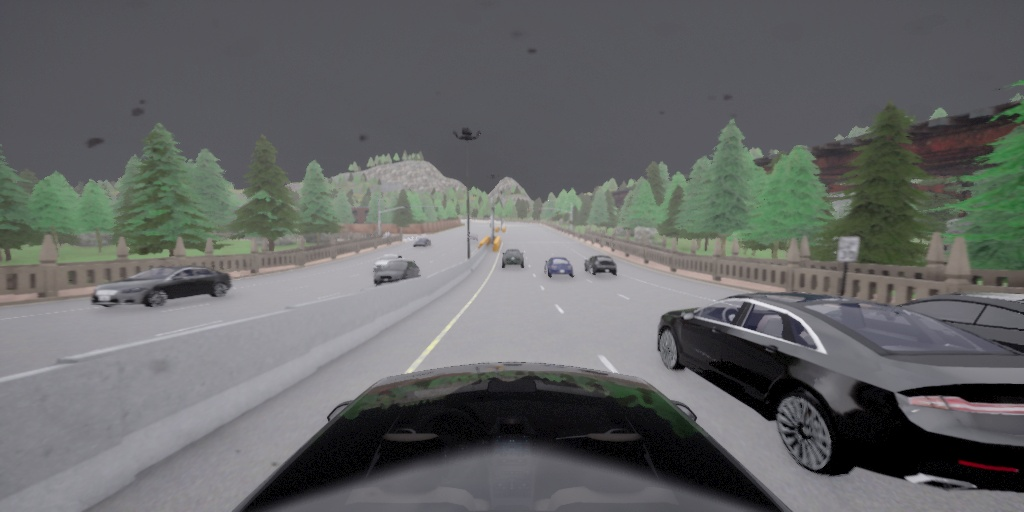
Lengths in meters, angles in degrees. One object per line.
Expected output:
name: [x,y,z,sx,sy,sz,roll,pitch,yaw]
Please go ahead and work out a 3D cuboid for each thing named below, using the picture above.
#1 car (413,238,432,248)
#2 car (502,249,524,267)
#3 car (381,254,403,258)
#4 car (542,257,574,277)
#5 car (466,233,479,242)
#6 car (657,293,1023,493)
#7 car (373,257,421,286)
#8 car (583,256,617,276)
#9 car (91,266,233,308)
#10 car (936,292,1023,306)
car: [-14.009,-2.093,56.279,2.033,1.411,5.357,0,7,1]
car: [0.090,0.054,35.682,2.097,1.767,4.553,0,5,0]
car: [-10.600,0.558,31.540,1.812,1.442,4.674,0,4,0]
car: [3.592,0.793,27.942,1.812,1.442,4.674,0,3,0]
car: [-6.928,-3.381,63.897,1.812,1.442,4.674,0,7,0]
car: [3.598,1.228,4.730,2.128,1.511,4.902,0,0,0]
car: [-7.105,1.030,22.625,1.837,1.490,4.892,0,2,0]
car: [7.091,0.704,29.128,1.837,1.490,4.892,0,3,0]
car: [-14.103,1.182,14.857,2.128,1.511,4.902,0,0,0]
car: [7.098,1.260,5.346,1.812,1.442,4.674,0,0,0]
